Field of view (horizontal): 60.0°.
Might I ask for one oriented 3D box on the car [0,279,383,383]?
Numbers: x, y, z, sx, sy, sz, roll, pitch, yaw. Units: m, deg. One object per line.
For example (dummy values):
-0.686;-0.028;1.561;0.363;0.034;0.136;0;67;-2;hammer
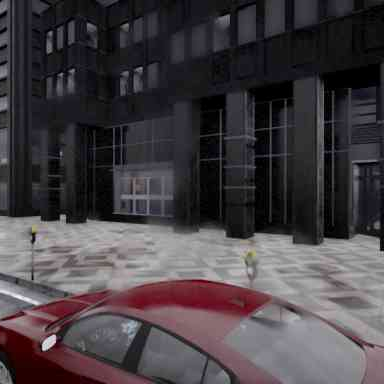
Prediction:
-0.227;1.545;3.124;4.507;1.381;1.887;0;0;35;car
